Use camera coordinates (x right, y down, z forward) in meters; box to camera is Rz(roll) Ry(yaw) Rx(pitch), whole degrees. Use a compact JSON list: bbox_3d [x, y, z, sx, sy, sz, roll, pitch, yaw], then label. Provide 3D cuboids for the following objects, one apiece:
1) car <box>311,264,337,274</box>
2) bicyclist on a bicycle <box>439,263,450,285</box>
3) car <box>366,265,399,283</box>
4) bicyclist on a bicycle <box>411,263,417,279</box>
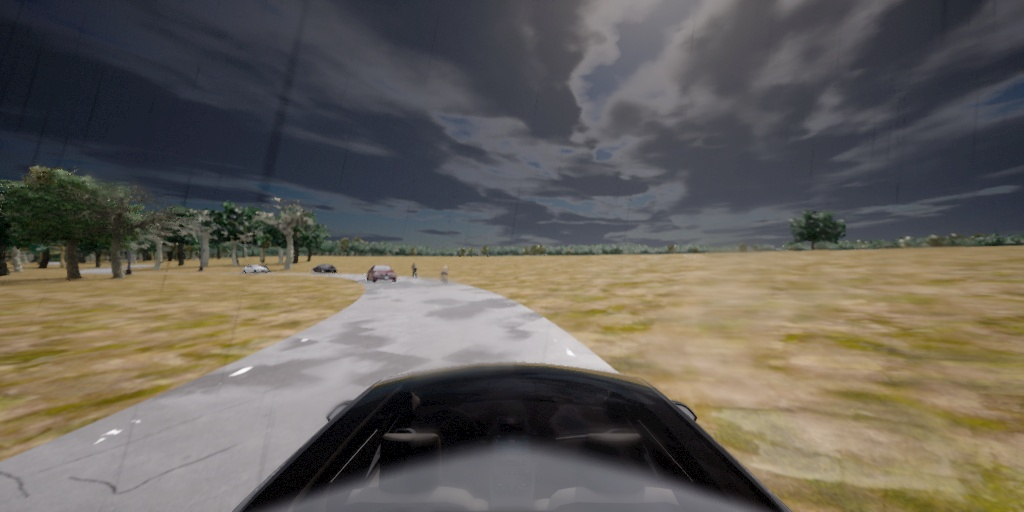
[{"bbox_3d":[-28.331,1.974,53.958,4.892,1.490,1.837,-1,-2,35],"label":"car"},{"bbox_3d":[-5.170,1.362,27.586,0.866,1.612,1.509,0,-1,-25],"label":"bicyclist on a bicycle"},{"bbox_3d":[-11.106,1.474,30.496,1.812,1.442,4.674,1,-1,-30],"label":"car"},{"bbox_3d":[-9.835,1.479,36.087,0.582,1.620,1.656,0,-1,-33],"label":"bicyclist on a bicycle"}]
